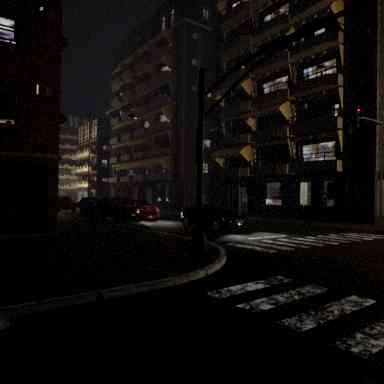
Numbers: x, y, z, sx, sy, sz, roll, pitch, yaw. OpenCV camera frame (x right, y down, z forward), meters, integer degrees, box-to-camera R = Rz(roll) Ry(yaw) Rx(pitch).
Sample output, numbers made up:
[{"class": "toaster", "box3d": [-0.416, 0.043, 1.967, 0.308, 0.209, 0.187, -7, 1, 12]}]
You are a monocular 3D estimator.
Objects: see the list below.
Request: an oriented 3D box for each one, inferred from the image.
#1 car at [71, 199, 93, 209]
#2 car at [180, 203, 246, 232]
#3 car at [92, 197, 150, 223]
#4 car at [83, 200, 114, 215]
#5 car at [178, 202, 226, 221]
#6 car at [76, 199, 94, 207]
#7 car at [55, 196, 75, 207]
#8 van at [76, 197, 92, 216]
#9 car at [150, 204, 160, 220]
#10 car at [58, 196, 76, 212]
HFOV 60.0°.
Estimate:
[{"class": "car", "box3d": [-16.738, 1.771, 50.608, 1.994, 1.385, 4.181, 1, -1, -35]}, {"class": "car", "box3d": [1.179, 1.527, 20.239, 1.837, 1.490, 4.892, 1, -1, -36]}, {"class": "car", "box3d": [-5.552, 1.310, 25.429, 2.192, 1.841, 5.009, 1, -1, -35]}, {"class": "car", "box3d": [-10.256, 1.650, 36.351, 1.994, 1.385, 4.181, 1, -1, -35]}, {"class": "car", "box3d": [0.777, 1.686, 30.118, 1.752, 1.417, 4.829, 1, -1, -35]}, {"class": "car", "box3d": [-18.448, 1.867, 57.286, 1.802, 1.307, 4.206, 1, -1, -35]}, {"class": "car", "box3d": [-22.458, 1.599, 58.707, 2.097, 1.767, 4.553, 1, -1, -36]}, {"class": "van", "box3d": [-8.774, 1.354, 29.980, 1.690, 1.788, 3.998, 1, -1, -35]}, {"class": "car", "box3d": [-4.549, 1.404, 28.285, 2.097, 1.767, 4.553, 1, -1, -35]}, {"class": "car", "box3d": [-15.214, 1.368, 39.083, 2.192, 1.841, 5.009, 1, -1, -35]}]
